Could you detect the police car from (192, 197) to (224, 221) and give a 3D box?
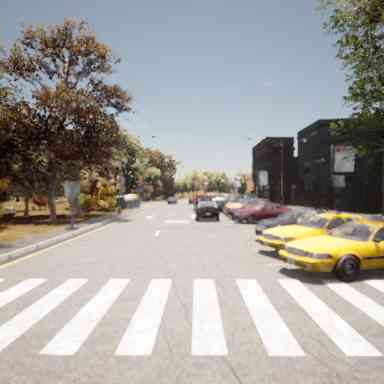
[{"bbox_3d":[1.226,1.456,27.611,1.930,1.638,5.238,0,0,0],"label":"police car"}]

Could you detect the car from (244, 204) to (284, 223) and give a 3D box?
[{"bbox_3d":[5.333,1.510,15.766,4.892,1.521,2.231,1,0,-20],"label":"car"}]

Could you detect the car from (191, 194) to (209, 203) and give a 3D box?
[{"bbox_3d":[1.314,1.283,43.533,2.150,2.045,5.566,0,0,0],"label":"car"}]

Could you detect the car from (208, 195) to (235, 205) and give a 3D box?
[{"bbox_3d":[5.633,1.485,63.802,4.553,1.767,2.185,1,0,-20],"label":"car"}]

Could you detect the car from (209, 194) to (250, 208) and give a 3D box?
[{"bbox_3d":[5.482,1.305,48.771,5.566,2.045,2.435,1,0,-20],"label":"car"}]

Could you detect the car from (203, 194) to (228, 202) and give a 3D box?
[{"bbox_3d":[5.686,1.436,81.843,5.566,2.045,2.435,1,-1,-20],"label":"car"}]

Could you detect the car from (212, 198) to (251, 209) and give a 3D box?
[{"bbox_3d":[5.456,1.578,45.769,4.792,1.488,2.163,1,0,-20],"label":"car"}]

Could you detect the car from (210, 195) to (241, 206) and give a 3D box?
[{"bbox_3d":[5.514,1.450,54.785,4.553,1.767,2.185,1,0,-20],"label":"car"}]

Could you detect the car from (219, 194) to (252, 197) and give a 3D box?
[{"bbox_3d":[5.439,1.398,33.779,4.553,1.767,2.185,1,0,-20],"label":"car"}]

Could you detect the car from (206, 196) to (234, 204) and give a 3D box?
[{"bbox_3d":[5.607,1.623,66.805,5.008,1.535,2.097,1,-1,-20],"label":"car"}]

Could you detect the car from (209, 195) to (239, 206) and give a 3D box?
[{"bbox_3d":[5.533,1.461,57.786,4.553,1.767,2.185,1,0,-20],"label":"car"}]

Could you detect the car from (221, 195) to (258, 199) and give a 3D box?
[{"bbox_3d":[5.421,1.394,30.778,4.553,1.767,2.185,1,0,-20],"label":"car"}]

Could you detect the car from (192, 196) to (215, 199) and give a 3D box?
[{"bbox_3d":[1.278,1.523,37.501,1.882,1.535,5.008,0,0,0],"label":"car"}]

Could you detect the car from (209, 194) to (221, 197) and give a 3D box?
[{"bbox_3d":[5.434,1.283,39.754,5.566,2.045,2.435,1,0,-20],"label":"car"}]

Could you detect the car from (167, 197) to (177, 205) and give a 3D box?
[{"bbox_3d":[-3.824,1.676,64.563,2.033,1.411,5.357,0,0,1],"label":"car"}]

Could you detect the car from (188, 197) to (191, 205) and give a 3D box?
[{"bbox_3d":[0.228,1.617,63.570,2.128,1.511,4.902,0,0,0],"label":"car"}]

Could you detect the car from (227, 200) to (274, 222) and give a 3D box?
[{"bbox_3d":[5.360,1.554,24.766,4.674,1.452,2.002,1,0,-20],"label":"car"}]

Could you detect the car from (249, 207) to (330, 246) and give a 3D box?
[{"bbox_3d":[5.144,1.503,12.702,5.366,1.575,1.946,1,0,-20],"label":"car"}]

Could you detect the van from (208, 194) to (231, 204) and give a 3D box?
[{"bbox_3d":[5.739,1.412,69.851,4.442,1.987,1.878,1,-1,-20],"label":"van"}]

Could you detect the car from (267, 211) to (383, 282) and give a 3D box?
[{"bbox_3d":[5.140,1.501,9.700,5.366,1.575,1.946,1,0,-20],"label":"car"}]

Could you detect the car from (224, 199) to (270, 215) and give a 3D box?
[{"bbox_3d":[5.344,1.545,27.758,4.792,1.488,2.163,1,0,-20],"label":"car"}]

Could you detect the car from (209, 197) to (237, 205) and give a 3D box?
[{"bbox_3d":[5.583,1.639,60.794,4.674,1.452,2.002,1,0,-20],"label":"car"}]

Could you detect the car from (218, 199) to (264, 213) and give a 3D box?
[{"bbox_3d":[5.421,1.568,36.776,4.674,1.452,2.002,1,0,-20],"label":"car"}]
